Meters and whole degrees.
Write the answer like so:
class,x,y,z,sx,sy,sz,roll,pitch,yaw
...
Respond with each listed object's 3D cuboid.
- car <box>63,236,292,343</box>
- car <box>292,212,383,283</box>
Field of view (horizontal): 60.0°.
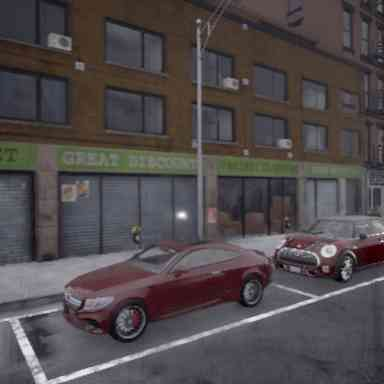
class,x,y,z,sx,sy,sz,roll,pitch,yaw
car,-0.236,1.579,6.373,4.206,1.307,1.802,0,0,-36
car,4.238,1.434,9.568,4.097,1.590,1.967,0,-1,-36
